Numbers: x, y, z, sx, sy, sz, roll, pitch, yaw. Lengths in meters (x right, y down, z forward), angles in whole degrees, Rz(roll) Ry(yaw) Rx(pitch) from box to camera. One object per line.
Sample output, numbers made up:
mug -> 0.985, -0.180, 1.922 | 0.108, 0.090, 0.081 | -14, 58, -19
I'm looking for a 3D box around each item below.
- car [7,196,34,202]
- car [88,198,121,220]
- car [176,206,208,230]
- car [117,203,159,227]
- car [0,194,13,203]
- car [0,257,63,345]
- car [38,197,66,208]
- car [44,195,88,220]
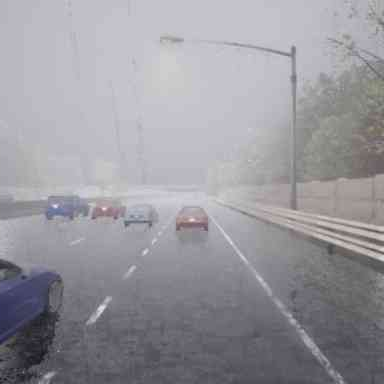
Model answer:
car -> -24.556, 1.663, 48.778 | 1.895, 1.301, 4.718 | 0, 0, 1
car -> -6.900, 1.374, 28.270 | 2.097, 1.767, 4.553 | 0, 0, 0
car -> 0.001, 1.578, 21.198 | 1.994, 1.385, 4.181 | 0, 0, 0
car -> -3.400, 1.563, 22.884 | 2.033, 1.411, 5.357 | 0, 0, 0
car -> -28.040, 1.281, 48.337 | 2.150, 2.045, 5.566 | 0, 0, 1
car -> -3.399, 1.529, 4.508 | 1.812, 1.442, 4.674 | 0, 0, 0
car -> -21.049, 1.555, 50.301 | 2.128, 1.511, 4.902 | 0, 0, 0
car -> -10.401, 1.244, 28.025 | 2.150, 2.045, 5.566 | 0, 0, 0
